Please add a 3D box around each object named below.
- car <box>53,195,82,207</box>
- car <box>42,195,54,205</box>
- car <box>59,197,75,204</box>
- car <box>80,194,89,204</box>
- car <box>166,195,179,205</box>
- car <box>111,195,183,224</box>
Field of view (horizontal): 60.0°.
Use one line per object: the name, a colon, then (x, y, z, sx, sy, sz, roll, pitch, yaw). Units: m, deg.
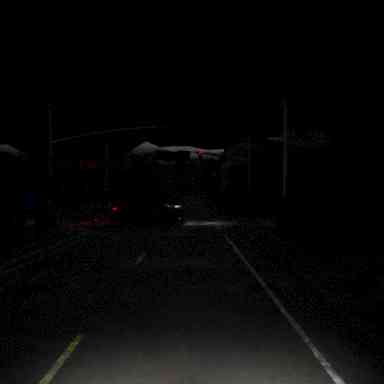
car: (-18.914, 1.601, 50.823, 2.007, 1.523, 4.514, 0, 0, 0)
car: (-25.880, 1.422, 60.816, 1.932, 1.855, 4.605, 0, 0, 0)
car: (-25.940, 1.704, 69.295, 1.970, 1.475, 3.806, 0, 0, 0)
car: (-22.614, 1.418, 68.693, 1.905, 1.878, 3.866, 0, 0, 0)
car: (-3.518, 1.481, 60.671, 2.097, 1.767, 4.553, 0, 0, 1)
car: (-3.438, 1.503, 25.795, 5.566, 2.045, 2.150, 1, 0, 0)
